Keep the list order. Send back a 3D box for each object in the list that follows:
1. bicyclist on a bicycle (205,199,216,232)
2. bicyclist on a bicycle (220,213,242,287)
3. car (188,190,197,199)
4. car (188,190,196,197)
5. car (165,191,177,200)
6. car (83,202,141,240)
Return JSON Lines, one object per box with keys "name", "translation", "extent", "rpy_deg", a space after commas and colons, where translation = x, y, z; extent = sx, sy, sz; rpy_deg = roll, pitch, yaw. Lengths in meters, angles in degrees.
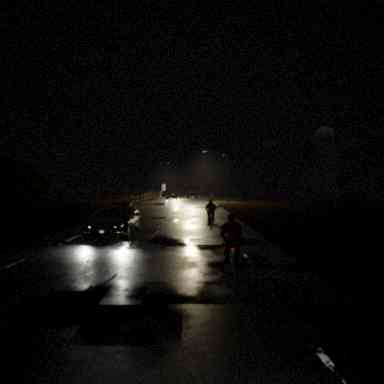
{"name": "bicyclist on a bicycle", "translation": [0.967, 1.205, 17.028], "extent": [0.582, 1.620, 1.656], "rpy_deg": [0, 1, 0]}
{"name": "bicyclist on a bicycle", "translation": [0.966, 1.354, 8.064], "extent": [0.582, 1.620, 1.656], "rpy_deg": [0, 0, 0]}
{"name": "car", "translation": [0.077, 0.523, 64.898], "extent": [1.837, 1.490, 4.892], "rpy_deg": [0, 1, 0]}
{"name": "car", "translation": [0.009, 0.327, 82.762], "extent": [2.128, 1.511, 4.902], "rpy_deg": [0, 1, 0]}
{"name": "car", "translation": [-3.540, 0.621, 57.518], "extent": [1.837, 1.490, 4.892], "rpy_deg": [0, 1, 1]}
{"name": "car", "translation": [-3.593, 1.280, 15.649], "extent": [1.837, 1.490, 4.892], "rpy_deg": [0, 1, 0]}
